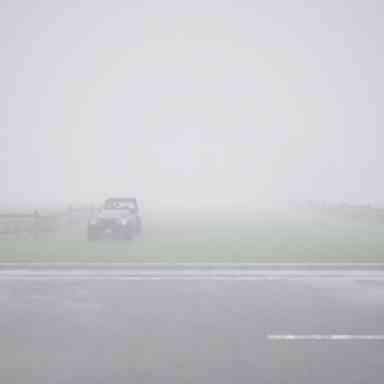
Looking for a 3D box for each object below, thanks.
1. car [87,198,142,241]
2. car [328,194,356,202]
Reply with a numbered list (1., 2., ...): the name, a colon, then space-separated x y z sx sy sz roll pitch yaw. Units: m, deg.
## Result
1. car: -3.543 1.232 15.878 1.905 1.878 3.866 0 0 1
2. car: 27.416 1.230 60.805 4.605 1.855 1.932 0 0 1
